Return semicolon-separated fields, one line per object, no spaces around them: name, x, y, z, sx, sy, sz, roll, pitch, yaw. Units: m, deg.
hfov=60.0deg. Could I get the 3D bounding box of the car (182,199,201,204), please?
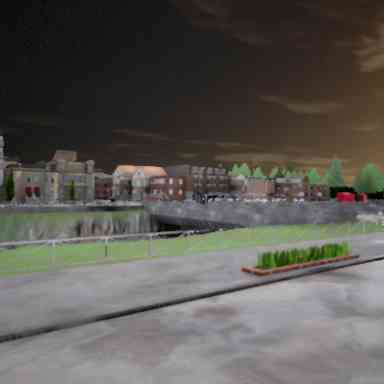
car;-0.145;1.978;60.549;1.812;1.442;4.674;1;-1;-35
